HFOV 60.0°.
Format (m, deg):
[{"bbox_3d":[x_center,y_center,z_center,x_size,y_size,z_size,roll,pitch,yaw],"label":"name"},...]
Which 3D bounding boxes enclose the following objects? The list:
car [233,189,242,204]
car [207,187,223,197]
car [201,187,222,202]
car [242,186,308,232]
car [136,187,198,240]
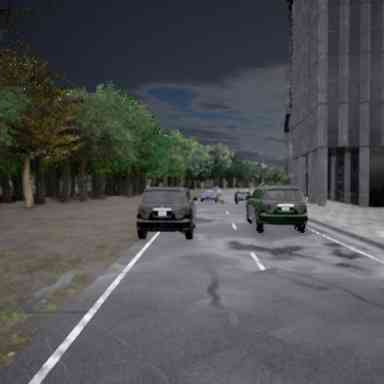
[{"bbox_3d":[5.391,0.379,34.761,2.128,1.511,4.902,0,2,6],"label":"car"},{"bbox_3d":[3.492,-0.039,50.077,1.895,1.301,4.718,0,2,9],"label":"car"},{"bbox_3d":[2.016,0.347,37.398,2.033,1.411,5.357,0,2,7],"label":"car"},{"bbox_3d":[4.000,0.715,16.428,2.150,2.045,5.566,0,2,3],"label":"car"},{"bbox_3d":[-0.951,0.777,14.505,2.150,2.045,5.566,0,2,2],"label":"car"}]
